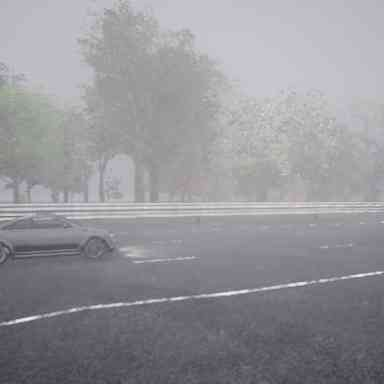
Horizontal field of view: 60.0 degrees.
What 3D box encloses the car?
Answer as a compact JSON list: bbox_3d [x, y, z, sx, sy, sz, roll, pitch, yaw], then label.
[{"bbox_3d":[-4.528,1.394,10.620,4.181,1.385,1.994,1,0,-24],"label":"car"}]
